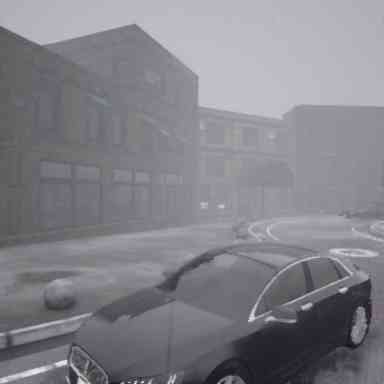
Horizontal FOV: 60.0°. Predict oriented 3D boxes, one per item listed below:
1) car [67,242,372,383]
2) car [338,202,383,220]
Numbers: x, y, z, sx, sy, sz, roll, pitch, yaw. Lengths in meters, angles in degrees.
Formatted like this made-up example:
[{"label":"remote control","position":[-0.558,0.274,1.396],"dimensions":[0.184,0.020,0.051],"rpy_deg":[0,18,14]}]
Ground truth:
[{"label":"car","position":[0.828,1.544,4.633],"dimensions":[4.892,1.490,1.837],"rpy_deg":[1,1,-41]},{"label":"car","position":[15.455,1.611,28.833],"dimensions":[5.357,1.411,2.033],"rpy_deg":[0,0,-16]}]
